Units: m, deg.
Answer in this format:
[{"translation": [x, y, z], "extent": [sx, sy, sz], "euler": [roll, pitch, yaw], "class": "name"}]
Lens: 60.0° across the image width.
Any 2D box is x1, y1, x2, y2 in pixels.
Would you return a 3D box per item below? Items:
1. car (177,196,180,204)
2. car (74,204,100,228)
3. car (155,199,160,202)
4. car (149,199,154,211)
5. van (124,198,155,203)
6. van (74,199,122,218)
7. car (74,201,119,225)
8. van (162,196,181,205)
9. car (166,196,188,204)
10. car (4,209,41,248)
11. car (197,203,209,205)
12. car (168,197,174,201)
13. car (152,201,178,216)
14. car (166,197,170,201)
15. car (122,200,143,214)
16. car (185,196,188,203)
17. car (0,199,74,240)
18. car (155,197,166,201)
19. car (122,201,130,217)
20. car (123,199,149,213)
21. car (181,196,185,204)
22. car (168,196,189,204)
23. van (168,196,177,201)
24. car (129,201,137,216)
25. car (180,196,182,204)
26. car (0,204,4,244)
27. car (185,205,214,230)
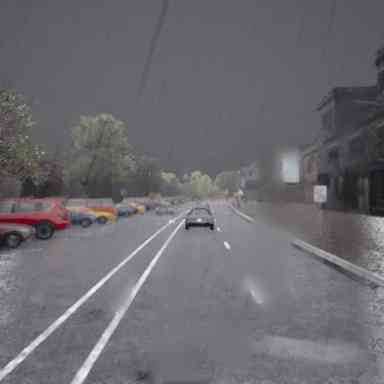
[{"translation": [-5.756, 2.184, 73.581], "extent": [4.553, 1.767, 2.185], "euler": [-1, -1, -15], "class": "car"}, {"translation": [-9.056, 1.797, 23.264], "extent": [4.674, 1.452, 2.002], "euler": [-1, -1, -18], "class": "car"}, {"translation": [-7.678, 2.140, 49.924], "extent": [4.674, 1.452, 2.002], "euler": [-1, -1, -16], "class": "car"}, {"translation": [-8.061, 2.031, 43.992], "extent": [5.008, 1.535, 2.097], "euler": [-1, -1, -17], "class": "car"}, {"translation": [-7.992, 1.842, 46.923], "extent": [4.442, 1.987, 1.878], "euler": [-1, 0, -16], "class": "van"}, {"translation": [-8.724, 1.608, 29.243], "extent": [4.442, 1.987, 1.878], "euler": [-1, -1, -18], "class": "van"}, {"translation": [-8.772, 1.790, 26.292], "extent": [5.366, 1.575, 1.946], "euler": [-1, -1, -18], "class": "car"}, {"translation": [-5.063, 2.135, 82.400], "extent": [4.442, 1.987, 1.878], "euler": [-1, 0, -15], "class": "van"}, {"translation": [-4.154, 2.146, 91.295], "extent": [5.566, 2.045, 2.435], "euler": [-1, -1, -15], "class": "car"}, {"translation": [-9.305, 1.686, 14.358], "extent": [4.674, 1.452, 2.002], "euler": [-1, -1, -19], "class": "car"}, {"translation": [1.362, 2.053, 41.307], "extent": [2.033, 1.411, 5.357], "euler": [0, -1, 3], "class": "car"}, {"translation": [-6.578, 2.214, 61.824], "extent": [5.366, 1.575, 1.946], "euler": [-1, -1, -15], "class": "car"}, {"translation": [-3.096, 2.084, 39.384], "extent": [1.895, 1.301, 4.718], "euler": [0, -1, 3], "class": "car"}, {"translation": [-7.010, 2.193, 58.813], "extent": [4.892, 1.521, 2.231], "euler": [-1, -1, -15], "class": "car"}, {"translation": [-8.401, 1.996, 38.061], "extent": [4.674, 1.452, 2.002], "euler": [-1, -1, -17], "class": "car"}, {"translation": [-4.265, 2.380, 88.396], "extent": [5.366, 1.575, 1.946], "euler": [-1, -1, -15], "class": "car"}, {"translation": [-9.262, 1.431, 17.316], "extent": [5.566, 2.045, 2.435], "euler": [-1, 0, -19], "class": "car"}, {"translation": [-7.211, 2.037, 55.858], "extent": [4.553, 1.767, 2.185], "euler": [-1, 0, -16], "class": "car"}, {"translation": [-8.699, 1.915, 32.167], "extent": [4.674, 1.452, 2.002], "euler": [-1, -1, -18], "class": "car"}, {"translation": [-8.424, 1.993, 40.975], "extent": [5.366, 1.575, 1.946], "euler": [-1, -1, -17], "class": "car"}, {"translation": [-5.242, 2.093, 79.479], "extent": [5.566, 2.045, 2.435], "euler": [-1, 0, -15], "class": "car"}, {"translation": [-3.946, 2.159, 94.216], "extent": [5.566, 2.045, 2.435], "euler": [-1, 0, -15], "class": "car"}, {"translation": [-6.094, 2.064, 70.602], "extent": [4.442, 1.987, 1.878], "euler": [-1, 0, -15], "class": "van"}, {"translation": [-8.538, 1.956, 35.117], "extent": [4.674, 1.452, 2.002], "euler": [0, -1, -17], "class": "car"}, {"translation": [-5.474, 2.327, 76.542], "extent": [5.008, 1.535, 2.097], "euler": [-1, -1, -15], "class": "car"}, {"translation": [-9.330, 1.484, 11.393], "extent": [4.553, 1.767, 2.185], "euler": [-1, 0, -19], "class": "car"}, {"translation": [0.550, 1.836, 23.534], "extent": [1.994, 1.385, 4.181], "euler": [0, -1, 2], "class": "car"}]
